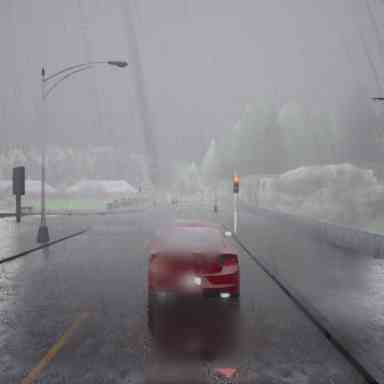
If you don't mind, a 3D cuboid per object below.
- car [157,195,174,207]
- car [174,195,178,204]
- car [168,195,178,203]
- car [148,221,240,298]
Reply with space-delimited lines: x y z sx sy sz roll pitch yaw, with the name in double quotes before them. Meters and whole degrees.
"car" -4.130 1.524 50.781 1.812 1.442 4.674 0 0 0
"car" -4.123 1.523 60.699 1.812 1.442 4.674 0 0 1
"car" -4.050 1.497 70.865 1.837 1.490 4.892 0 0 0
"car" 0.053 1.477 8.550 1.882 1.535 5.008 0 0 0
